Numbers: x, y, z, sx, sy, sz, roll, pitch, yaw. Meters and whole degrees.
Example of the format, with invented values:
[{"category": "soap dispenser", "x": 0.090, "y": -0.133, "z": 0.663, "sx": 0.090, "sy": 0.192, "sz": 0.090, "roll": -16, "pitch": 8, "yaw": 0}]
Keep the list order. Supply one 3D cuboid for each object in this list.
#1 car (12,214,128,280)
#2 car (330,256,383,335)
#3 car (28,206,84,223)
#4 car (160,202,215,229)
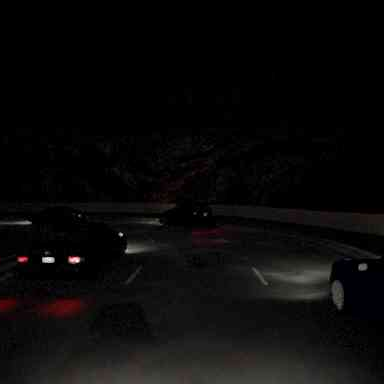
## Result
[{"category": "car", "x": -3.325, "y": 1.634, "z": 10.159, "sx": 2.033, "sy": 1.411, "sz": 5.357, "roll": 0, "pitch": 0, "yaw": 0}, {"category": "car", "x": 3.675, "y": 1.525, "z": 4.682, "sx": 1.882, "sy": 1.535, "sz": 5.008, "roll": 0, "pitch": -1, "yaw": 1}, {"category": "car", "x": -10.557, "y": 1.780, "z": 25.963, "sx": 4.181, "sy": 1.385, "sz": 1.994, "roll": 0, "pitch": -1, "yaw": 15}, {"category": "car", "x": -0.400, "y": 1.563, "z": 23.901, "sx": 2.097, "sy": 1.767, "sz": 4.553, "roll": 0, "pitch": 0, "yaw": -37}]
